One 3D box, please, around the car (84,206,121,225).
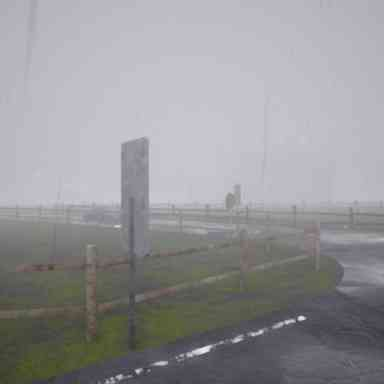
[{"bbox_3d":[-6.750,1.843,26.623,4.181,1.385,1.994,-1,0,36],"label":"car"}]
